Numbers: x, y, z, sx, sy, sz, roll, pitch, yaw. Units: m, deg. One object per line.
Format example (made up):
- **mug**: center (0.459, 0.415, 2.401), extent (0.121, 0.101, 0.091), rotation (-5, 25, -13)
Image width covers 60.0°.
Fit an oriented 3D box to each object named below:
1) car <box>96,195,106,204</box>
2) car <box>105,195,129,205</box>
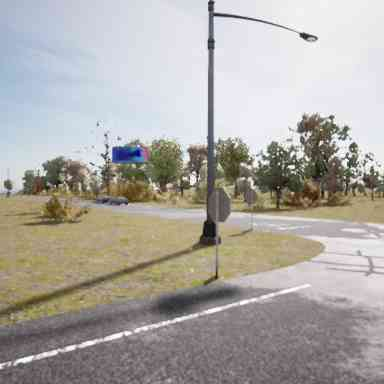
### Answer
- **car**: center (-16.098, 1.394, 60.995), extent (1.837, 1.490, 4.892), rotation (0, 0, -34)
- **car**: center (-12.118, 1.449, 55.073), extent (2.033, 1.411, 5.357), rotation (0, 0, -33)
